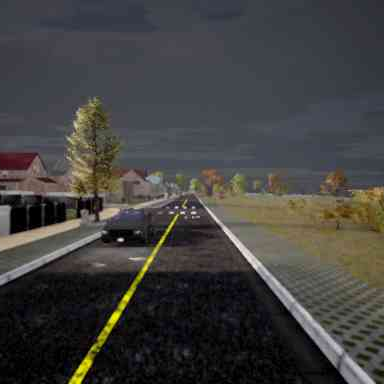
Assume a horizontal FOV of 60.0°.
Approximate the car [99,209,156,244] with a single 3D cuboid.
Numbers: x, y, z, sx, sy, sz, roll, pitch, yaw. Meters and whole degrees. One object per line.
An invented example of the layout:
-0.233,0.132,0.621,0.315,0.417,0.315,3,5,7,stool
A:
-2.848,1.530,15.931,2.033,1.411,5.357,0,0,0,car
